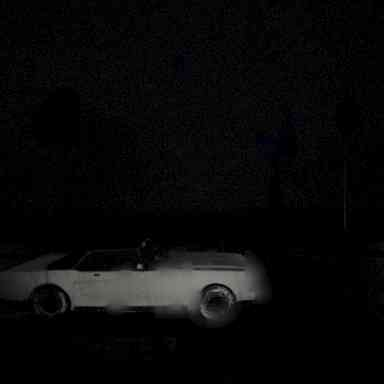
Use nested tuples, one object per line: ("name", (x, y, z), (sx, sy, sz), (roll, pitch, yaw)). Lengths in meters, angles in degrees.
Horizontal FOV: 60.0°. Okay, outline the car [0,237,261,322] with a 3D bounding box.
("car", (-1.092, 1.591, 6.609), (4.718, 1.301, 1.895), (-1, 0, 1))
